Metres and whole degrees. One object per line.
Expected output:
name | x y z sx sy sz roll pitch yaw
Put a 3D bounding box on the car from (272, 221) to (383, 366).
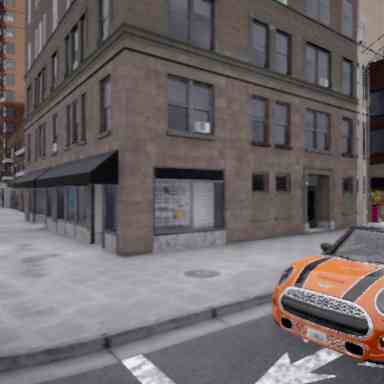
car | 3.502 1.353 5.845 4.553 1.767 2.097 0 0 -36
